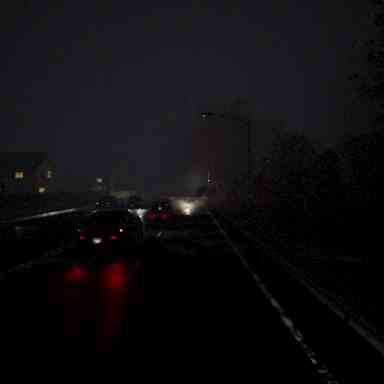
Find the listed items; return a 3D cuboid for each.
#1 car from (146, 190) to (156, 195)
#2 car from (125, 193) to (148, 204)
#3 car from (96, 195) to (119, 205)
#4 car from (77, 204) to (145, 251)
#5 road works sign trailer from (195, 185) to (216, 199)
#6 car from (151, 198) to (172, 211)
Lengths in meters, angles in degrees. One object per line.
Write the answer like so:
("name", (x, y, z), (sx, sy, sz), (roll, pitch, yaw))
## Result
("car", (-9.755, 0.228, 79.415), (2.097, 1.767, 4.553), (0, 1, 0))
("car", (-6.596, 1.179, 39.081), (1.812, 1.442, 4.674), (0, 1, 0))
("car", (-9.844, 1.160, 38.949), (1.837, 1.490, 4.892), (0, 1, 0))
("car", (-3.151, 1.409, 13.359), (1.812, 1.442, 4.674), (0, 0, 0))
("road works sign trailer", (2.274, -0.259, 62.684), (3.560, 2.380, 2.880), (-3, 43, -46))
("car", (-3.150, 1.293, 34.946), (1.895, 1.301, 4.718), (0, 1, 0))
